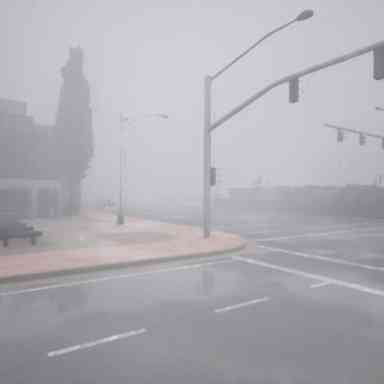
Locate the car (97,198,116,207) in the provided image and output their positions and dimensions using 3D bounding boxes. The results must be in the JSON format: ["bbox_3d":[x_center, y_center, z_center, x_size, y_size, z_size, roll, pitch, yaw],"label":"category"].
[{"bbox_3d":[-14.238,1.734,54.982,2.033,1.411,5.357,1,0,-32],"label":"car"}]

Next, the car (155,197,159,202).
[{"bbox_3d":[-6.764,1.543,82.835,4.605,1.855,1.932,1,0,-34],"label":"car"}]

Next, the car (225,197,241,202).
[{"bbox_3d":[10.801,1.943,87.928,3.806,1.475,1.970,1,0,-34],"label":"car"}]

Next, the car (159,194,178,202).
[{"bbox_3d":[-5.191,1.545,80.405,3.866,1.878,1.905,1,0,-34],"label":"car"}]

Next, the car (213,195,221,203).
[{"bbox_3d":[5.813,1.540,64.157,3.866,1.878,1.905,1,0,-34],"label":"car"}]

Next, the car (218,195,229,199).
[{"bbox_3d":[7.421,1.779,61.749,3.806,1.475,1.970,1,0,-34],"label":"car"}]
